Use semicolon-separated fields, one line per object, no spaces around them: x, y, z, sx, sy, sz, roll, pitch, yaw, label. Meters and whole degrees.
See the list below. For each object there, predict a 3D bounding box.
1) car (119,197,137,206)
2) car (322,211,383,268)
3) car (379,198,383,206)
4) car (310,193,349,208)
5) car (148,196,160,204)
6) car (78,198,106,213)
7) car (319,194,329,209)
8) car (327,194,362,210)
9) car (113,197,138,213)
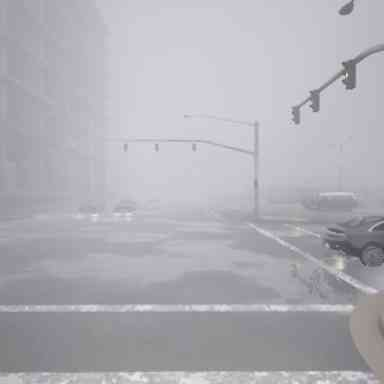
-10.726;1.507;56.093;2.033;1.411;5.357;0;0;0;car
6.854;1.540;10.900;4.902;1.511;2.128;0;0;0;car
36.838;1.375;60.709;3.905;1.438;1.784;0;0;1;car
21.628;1.171;52.415;4.605;1.855;1.932;0;0;1;car
-7.174;1.502;62.915;2.033;1.411;5.357;0;0;1;car
-10.804;1.451;36.304;1.882;1.535;5.008;0;0;0;car
21.652;1.383;49.731;3.905;1.438;1.784;0;0;1;car
21.622;1.417;46.836;3.806;1.475;1.970;0;0;1;car
-7.301;1.519;37.145;2.033;1.411;5.357;0;0;0;car
